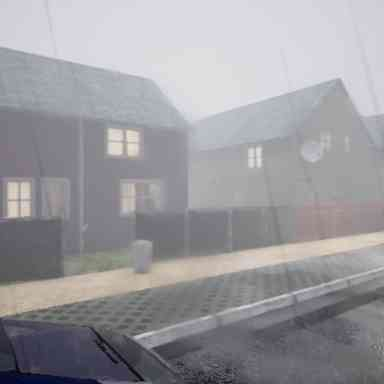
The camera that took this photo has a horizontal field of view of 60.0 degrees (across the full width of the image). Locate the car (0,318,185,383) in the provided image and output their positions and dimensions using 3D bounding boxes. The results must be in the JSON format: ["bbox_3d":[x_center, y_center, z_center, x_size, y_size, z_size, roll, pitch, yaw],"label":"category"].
[{"bbox_3d":[-1.940,1.566,1.687,4.181,1.385,1.994,0,0,-35],"label":"car"}]
